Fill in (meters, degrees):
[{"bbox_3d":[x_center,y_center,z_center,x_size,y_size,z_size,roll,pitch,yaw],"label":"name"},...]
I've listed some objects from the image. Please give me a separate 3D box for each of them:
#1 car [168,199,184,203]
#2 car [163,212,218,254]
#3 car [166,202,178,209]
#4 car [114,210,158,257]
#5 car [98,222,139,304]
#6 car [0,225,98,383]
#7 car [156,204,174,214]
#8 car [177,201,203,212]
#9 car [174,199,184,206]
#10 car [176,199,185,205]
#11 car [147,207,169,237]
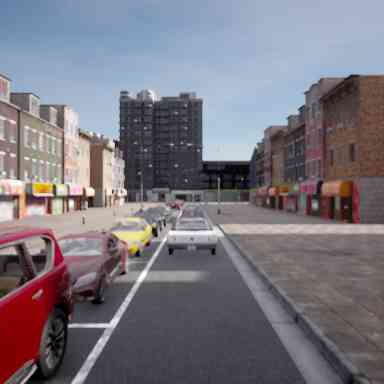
[{"bbox_3d":[-2.741,1.820,49.371,2.097,1.767,4.553,0,-1,0],"label":"car"},{"bbox_3d":[0.004,1.734,14.102,1.895,1.301,4.718,0,-1,0],"label":"car"},{"bbox_3d":[-2.634,1.836,30.049,2.008,1.369,4.403,0,-1,0],"label":"car"},{"bbox_3d":[-2.637,1.653,13.524,1.752,1.417,4.829,0,-1,0],"label":"car"},{"bbox_3d":[-2.638,1.660,8.242,1.802,1.307,4.206,0,-1,0],"label":"car"},{"bbox_3d":[-2.639,1.342,2.792,2.192,1.841,5.009,0,-1,0],"label":"car"},{"bbox_3d":[-2.635,1.799,24.597,1.947,1.339,4.313,0,-1,0],"label":"car"},{"bbox_3d":[0.007,1.822,28.983,2.033,1.411,5.357,0,-1,0],"label":"car"},{"bbox_3d":[-2.627,2.213,68.212,1.947,1.339,4.313,0,-1,0],"label":"car"},{"bbox_3d":[-2.625,2.317,79.116,1.947,1.339,4.313,0,-1,0],"label":"car"},{"bbox_3d":[-2.636,1.747,19.145,1.947,1.339,4.313,0,-1,0],"label":"car"}]
